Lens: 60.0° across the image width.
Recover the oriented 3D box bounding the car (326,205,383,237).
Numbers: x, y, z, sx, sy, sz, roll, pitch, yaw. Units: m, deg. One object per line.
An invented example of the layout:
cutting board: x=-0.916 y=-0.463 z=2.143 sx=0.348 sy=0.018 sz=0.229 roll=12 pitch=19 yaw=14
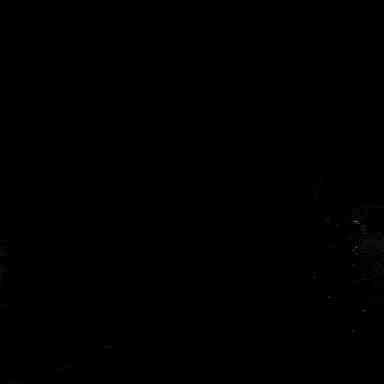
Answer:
car: x=9.388 y=1.473 z=18.251 sx=5.008 sy=1.535 sz=1.882 roll=0 pitch=0 yaw=-35
